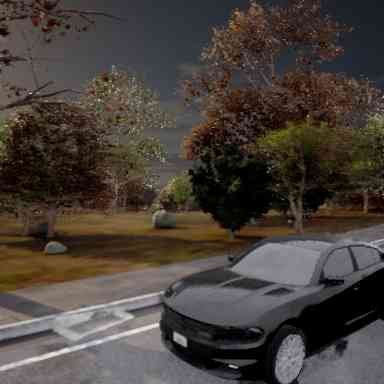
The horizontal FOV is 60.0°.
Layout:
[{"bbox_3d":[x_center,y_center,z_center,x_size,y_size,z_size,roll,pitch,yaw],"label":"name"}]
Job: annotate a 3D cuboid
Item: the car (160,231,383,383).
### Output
[{"bbox_3d":[1.811,1.483,5.531,5.008,1.535,1.882,0,0,-39],"label":"car"}]
